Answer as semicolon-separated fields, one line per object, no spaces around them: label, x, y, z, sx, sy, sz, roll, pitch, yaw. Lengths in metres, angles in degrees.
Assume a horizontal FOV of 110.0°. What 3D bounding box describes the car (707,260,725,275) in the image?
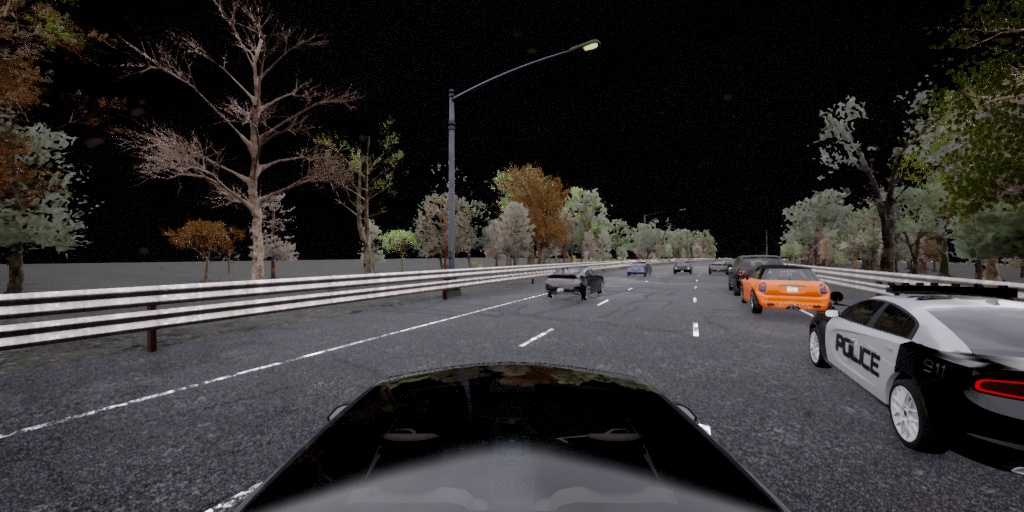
car;22.610;1.259;39.273;2.128;1.511;4.902;0;0;30

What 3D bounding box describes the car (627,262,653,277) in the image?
car;12.786;1.308;35.786;2.033;1.411;5.357;0;0;29

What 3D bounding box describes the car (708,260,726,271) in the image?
car;29.119;1.330;50.884;2.033;1.411;5.357;0;0;30

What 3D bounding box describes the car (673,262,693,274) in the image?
car;19.485;1.367;40.712;1.895;1.301;4.718;0;0;29

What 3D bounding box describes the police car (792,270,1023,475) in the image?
police car;5.627;1.174;4.727;1.930;1.638;5.238;0;0;26

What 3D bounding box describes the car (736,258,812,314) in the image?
car;9.987;1.101;13.431;2.097;1.767;4.553;0;0;27

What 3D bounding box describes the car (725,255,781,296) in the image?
car;12.723;0.977;18.754;2.150;2.045;5.566;0;0;27

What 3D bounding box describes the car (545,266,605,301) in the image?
car;3.192;1.242;17.556;2.128;1.511;4.902;0;0;27
